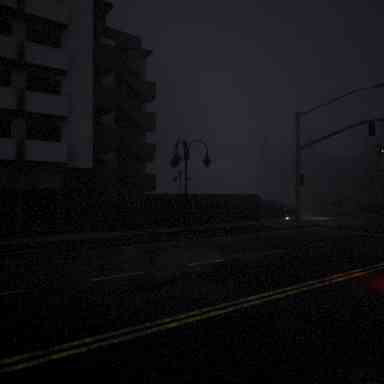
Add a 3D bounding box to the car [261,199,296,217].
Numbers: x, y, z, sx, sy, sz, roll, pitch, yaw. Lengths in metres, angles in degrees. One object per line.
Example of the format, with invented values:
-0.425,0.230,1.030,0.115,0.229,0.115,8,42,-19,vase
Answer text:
7.834,1.478,32.203,1.882,1.535,5.008,0,0,-38,car
